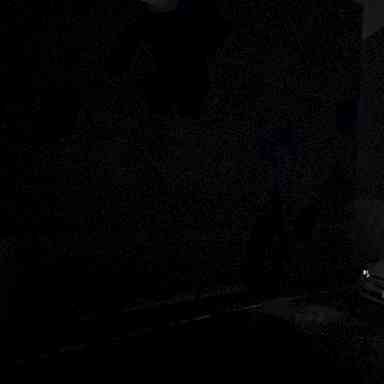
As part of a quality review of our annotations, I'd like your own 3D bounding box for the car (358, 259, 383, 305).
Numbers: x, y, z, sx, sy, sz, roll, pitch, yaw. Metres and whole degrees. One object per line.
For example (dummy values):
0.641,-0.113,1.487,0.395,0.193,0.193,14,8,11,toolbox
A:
5.553,1.574,6.813,4.674,1.442,1.812,0,-1,-26,car
